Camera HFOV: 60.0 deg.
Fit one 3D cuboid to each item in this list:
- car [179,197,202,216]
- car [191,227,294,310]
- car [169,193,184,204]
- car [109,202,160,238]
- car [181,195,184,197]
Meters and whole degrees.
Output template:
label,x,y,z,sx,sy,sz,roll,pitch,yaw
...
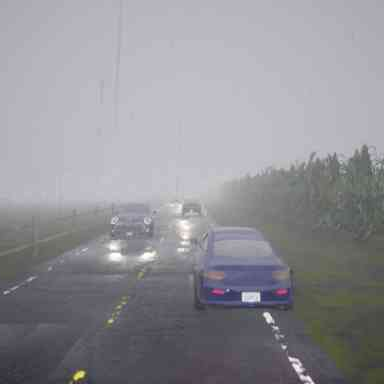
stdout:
label,x,y,z,sx,sy,sz,roll,pitch,yaw
car,-0.026,1.488,32.702,1.837,1.490,4.892,0,0,0
car,0.943,1.522,7.643,1.812,1.442,4.674,0,0,0
car,-2.974,1.481,61.075,1.837,1.490,4.892,0,0,0
car,-2.896,1.343,17.627,2.097,1.767,4.553,0,0,0
car,-0.080,1.544,45.758,1.994,1.385,4.181,0,0,1
